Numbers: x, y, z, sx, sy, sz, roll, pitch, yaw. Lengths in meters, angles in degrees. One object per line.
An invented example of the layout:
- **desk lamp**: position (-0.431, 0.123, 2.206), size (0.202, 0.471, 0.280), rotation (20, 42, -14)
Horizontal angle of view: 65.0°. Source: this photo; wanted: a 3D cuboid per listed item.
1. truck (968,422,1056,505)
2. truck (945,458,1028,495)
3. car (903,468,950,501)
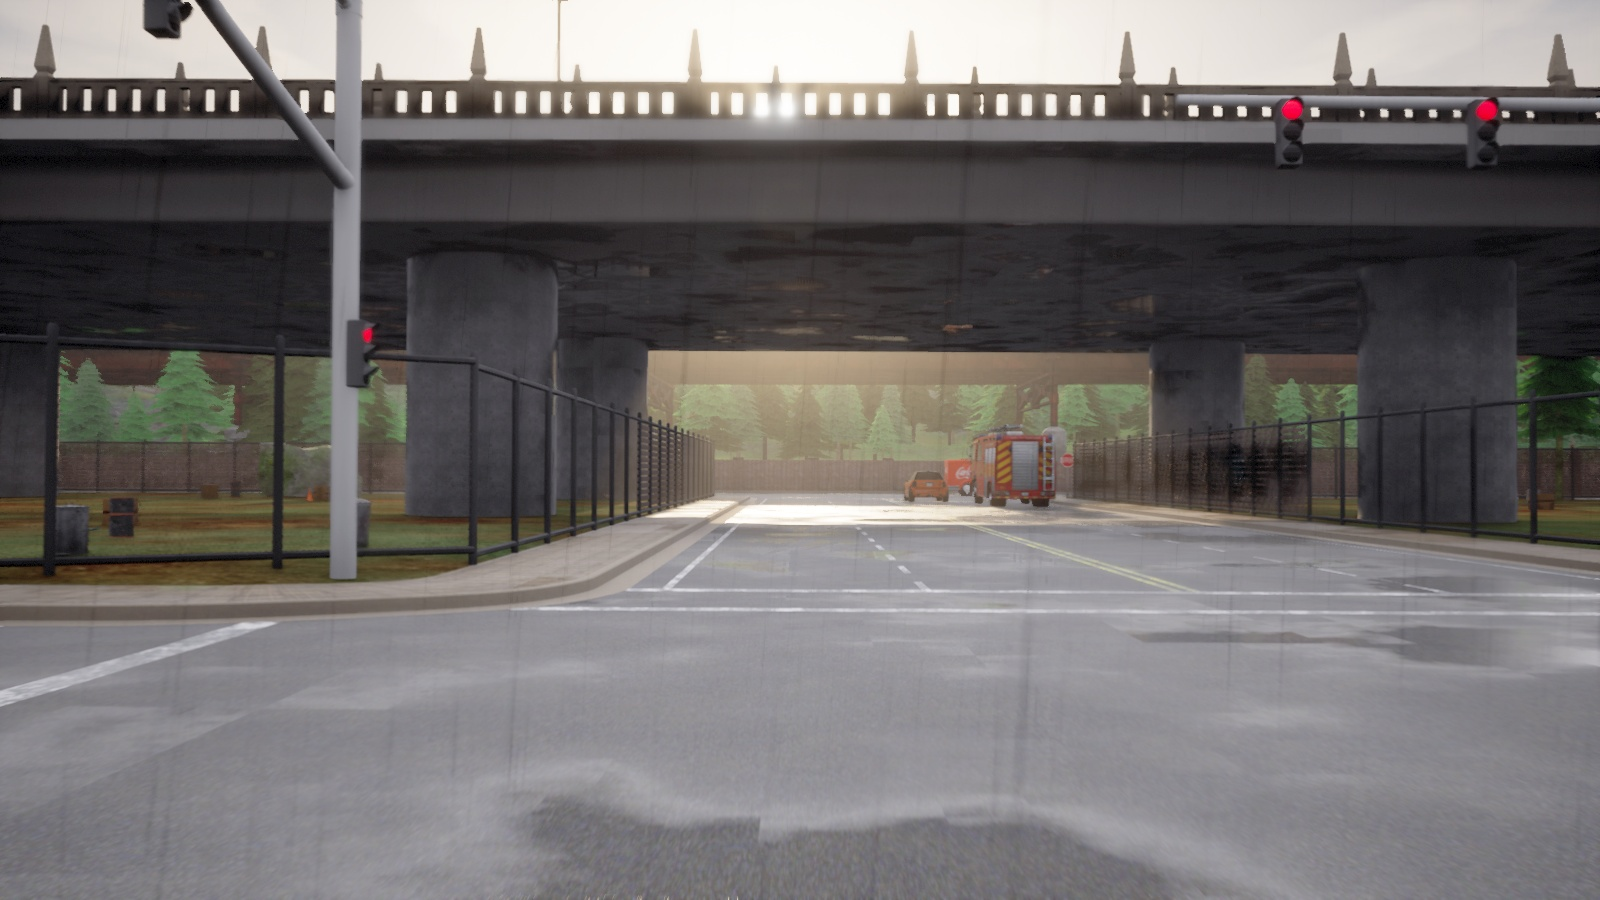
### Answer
- **truck**: position (10.352, 0.719, 62.288), size (2.891, 3.827, 8.468), rotation (0, -1, 0)
- **truck**: position (12.396, 1.762, 83.723), size (5.204, 2.467, 2.627), rotation (0, -1, 1)
- **car**: position (6.841, 1.862, 68.546), size (2.097, 1.767, 4.553), rotation (0, -1, 0)
